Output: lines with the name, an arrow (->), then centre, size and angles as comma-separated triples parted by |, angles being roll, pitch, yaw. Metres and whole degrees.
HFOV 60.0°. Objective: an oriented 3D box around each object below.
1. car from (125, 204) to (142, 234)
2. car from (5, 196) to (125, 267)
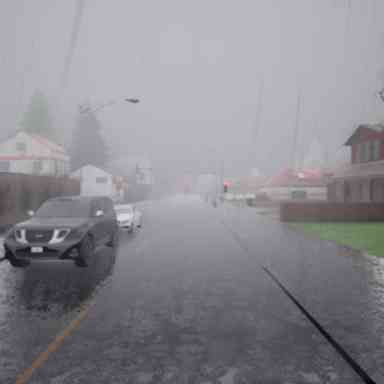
car -> -3.970, 1.429, 18.759 | 1.812, 1.442, 4.674 | 0, 0, 0
car -> -4.075, 1.163, 11.518 | 2.150, 2.045, 5.566 | 0, 0, 0
